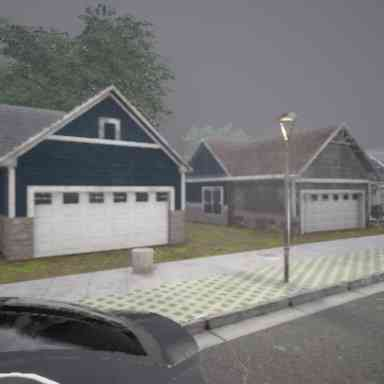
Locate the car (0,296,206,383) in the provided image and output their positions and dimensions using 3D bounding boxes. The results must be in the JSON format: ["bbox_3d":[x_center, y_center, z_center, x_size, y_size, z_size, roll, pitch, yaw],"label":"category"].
[{"bbox_3d":[-2.082,1.490,1.528,4.892,1.490,1.837,0,0,-35],"label":"car"}]
